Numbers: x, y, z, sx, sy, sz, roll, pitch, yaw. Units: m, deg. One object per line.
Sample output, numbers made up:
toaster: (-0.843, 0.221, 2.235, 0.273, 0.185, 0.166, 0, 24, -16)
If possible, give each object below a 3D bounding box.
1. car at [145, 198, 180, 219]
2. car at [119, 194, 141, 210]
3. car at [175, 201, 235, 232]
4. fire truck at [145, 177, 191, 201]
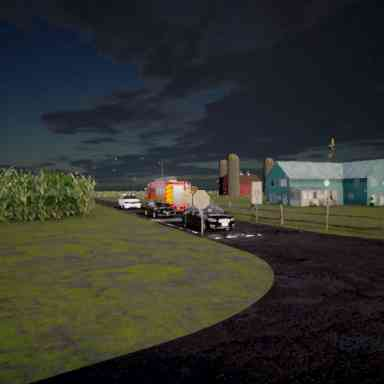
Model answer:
car: (-2.960, 1.562, 30.411, 1.837, 1.490, 4.892, -1, 0, -22)
car: (-8.367, 1.320, 44.243, 2.150, 2.045, 5.566, -1, 0, -21)
car: (0.905, 1.527, 20.579, 2.128, 1.511, 4.902, -1, 0, -22)
fire truck: (-2.901, 0.391, 38.063, 2.891, 3.827, 8.468, -1, 0, -21)
